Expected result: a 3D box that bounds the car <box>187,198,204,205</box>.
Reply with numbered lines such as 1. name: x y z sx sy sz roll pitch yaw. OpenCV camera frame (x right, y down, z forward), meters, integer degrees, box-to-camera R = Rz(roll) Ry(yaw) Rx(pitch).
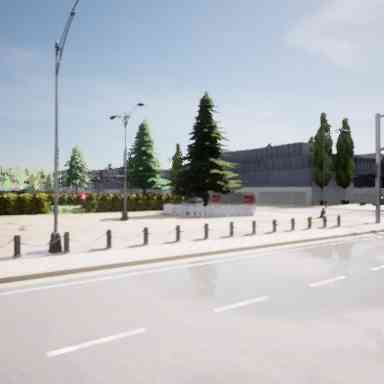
1. car: 0.797 1.731 63.156 1.994 1.385 4.181 0 0 -35
